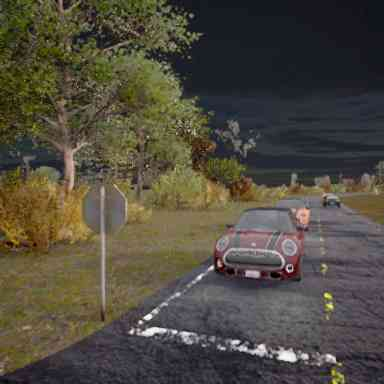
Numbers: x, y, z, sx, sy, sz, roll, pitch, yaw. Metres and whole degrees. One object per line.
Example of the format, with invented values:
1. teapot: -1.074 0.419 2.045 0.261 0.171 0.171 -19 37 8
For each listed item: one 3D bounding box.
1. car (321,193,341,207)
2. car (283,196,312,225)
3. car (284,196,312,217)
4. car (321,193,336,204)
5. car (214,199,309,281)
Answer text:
1. car: 16.945 1.080 40.408 1.812 1.442 4.674 0 1 20
2. car: 5.564 1.159 18.894 2.097 1.767 4.553 0 1 20
3. car: 9.329 1.190 29.038 2.128 1.511 4.902 0 0 20
4. car: 20.604 0.925 50.269 1.882 1.535 5.008 0 1 21
5. car: 2.156 1.258 9.700 2.097 1.767 4.553 0 1 20
